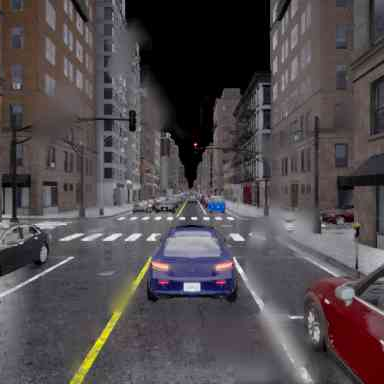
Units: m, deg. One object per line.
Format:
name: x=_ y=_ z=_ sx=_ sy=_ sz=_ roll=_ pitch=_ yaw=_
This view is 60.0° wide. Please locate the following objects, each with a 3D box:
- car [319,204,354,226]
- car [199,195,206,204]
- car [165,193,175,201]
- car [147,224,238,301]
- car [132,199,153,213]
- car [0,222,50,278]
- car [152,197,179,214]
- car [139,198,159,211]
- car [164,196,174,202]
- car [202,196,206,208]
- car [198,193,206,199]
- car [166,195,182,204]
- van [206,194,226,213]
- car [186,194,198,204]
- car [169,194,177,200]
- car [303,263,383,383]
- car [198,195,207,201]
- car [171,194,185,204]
car: x=11.705 y=1.556 z=23.783 sx=5.008 sy=1.535 sz=1.882 roll=0 pitch=0 yaw=-3
car: x=2.704 y=1.575 z=58.795 sx=1.802 sy=1.307 sz=4.206 roll=0 pitch=0 yaw=0
car: x=-5.295 y=1.291 z=81.525 sx=2.192 sy=1.841 sz=5.009 roll=0 pitch=0 yaw=0
car: x=0.013 y=1.526 z=8.220 sx=1.812 sy=1.442 sz=4.674 roll=0 pitch=0 yaw=0
car: x=-5.348 y=1.549 z=36.071 sx=2.008 sy=1.369 sz=4.403 roll=0 pitch=0 yaw=0
car: x=-5.378 y=1.551 z=8.989 sx=2.008 sy=1.369 sz=4.403 roll=0 pitch=0 yaw=0
car: x=-2.809 y=1.562 z=35.963 sx=1.994 sy=1.385 sz=4.181 roll=0 pitch=0 yaw=0
car: x=-5.341 y=1.542 z=41.752 sx=1.887 sy=1.381 sz=4.507 roll=0 pitch=0 yaw=0
car: x=-5.302 y=1.546 z=75.844 sx=1.947 sy=1.339 sz=4.313 roll=0 pitch=0 yaw=0
car: x=2.691 y=1.579 z=47.432 sx=1.802 sy=1.307 sz=4.206 roll=0 pitch=0 yaw=0
car: x=2.711 y=1.304 z=64.477 sx=2.192 sy=1.841 sz=5.009 roll=0 pitch=0 yaw=0
car: x=-2.797 y=1.502 z=46.121 sx=1.837 sy=1.490 sz=4.892 roll=0 pitch=0 yaw=0
van: x=2.678 y=1.339 z=36.070 sx=1.690 sy=1.788 sz=3.998 roll=0 pitch=0 yaw=0
car: x=0.126 y=1.535 z=65.820 sx=2.033 sy=1.411 sz=5.357 roll=0 pitch=0 yaw=0
car: x=-5.282 y=1.408 z=92.889 sx=1.967 sy=1.590 sz=4.097 roll=0 pitch=0 yaw=0
car: x=2.640 y=1.440 z=3.470 sx=1.967 sy=1.590 sz=4.097 roll=0 pitch=0 yaw=0
car: x=2.737 y=1.522 z=87.201 sx=2.008 sy=1.369 sz=4.403 roll=0 pitch=0 yaw=0
car: x=-2.747 y=1.556 z=61.242 sx=1.994 sy=1.385 sz=4.181 roll=0 pitch=0 yaw=0
